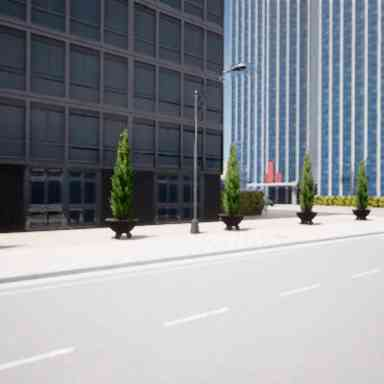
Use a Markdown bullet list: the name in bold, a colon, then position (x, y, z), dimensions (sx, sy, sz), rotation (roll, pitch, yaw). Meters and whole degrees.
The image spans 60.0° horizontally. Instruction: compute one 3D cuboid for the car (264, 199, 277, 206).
- **car**: position (13.922, 2.026, 64.510), dimensions (2.033, 1.411, 5.357), rotation (1, 0, -36)
